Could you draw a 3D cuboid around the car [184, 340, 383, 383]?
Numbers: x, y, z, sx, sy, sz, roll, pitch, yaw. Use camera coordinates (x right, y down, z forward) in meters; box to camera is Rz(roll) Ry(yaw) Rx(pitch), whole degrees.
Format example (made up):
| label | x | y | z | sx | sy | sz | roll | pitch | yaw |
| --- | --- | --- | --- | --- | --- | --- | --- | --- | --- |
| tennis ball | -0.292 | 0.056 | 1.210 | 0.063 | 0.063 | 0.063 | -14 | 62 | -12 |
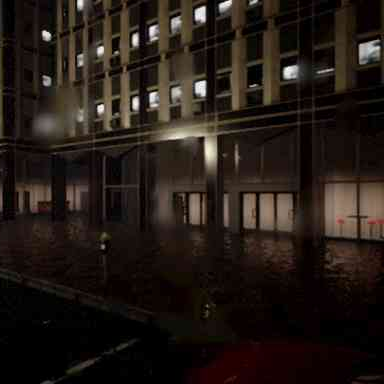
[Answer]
| label | x | y | z | sx | sy | sz | roll | pitch | yaw |
| --- | --- | --- | --- | --- | --- | --- | --- | --- | --- |
| car | 1.883 | 1.550 | 1.545 | 4.507 | 1.381 | 1.887 | 0 | 0 | 35 |
